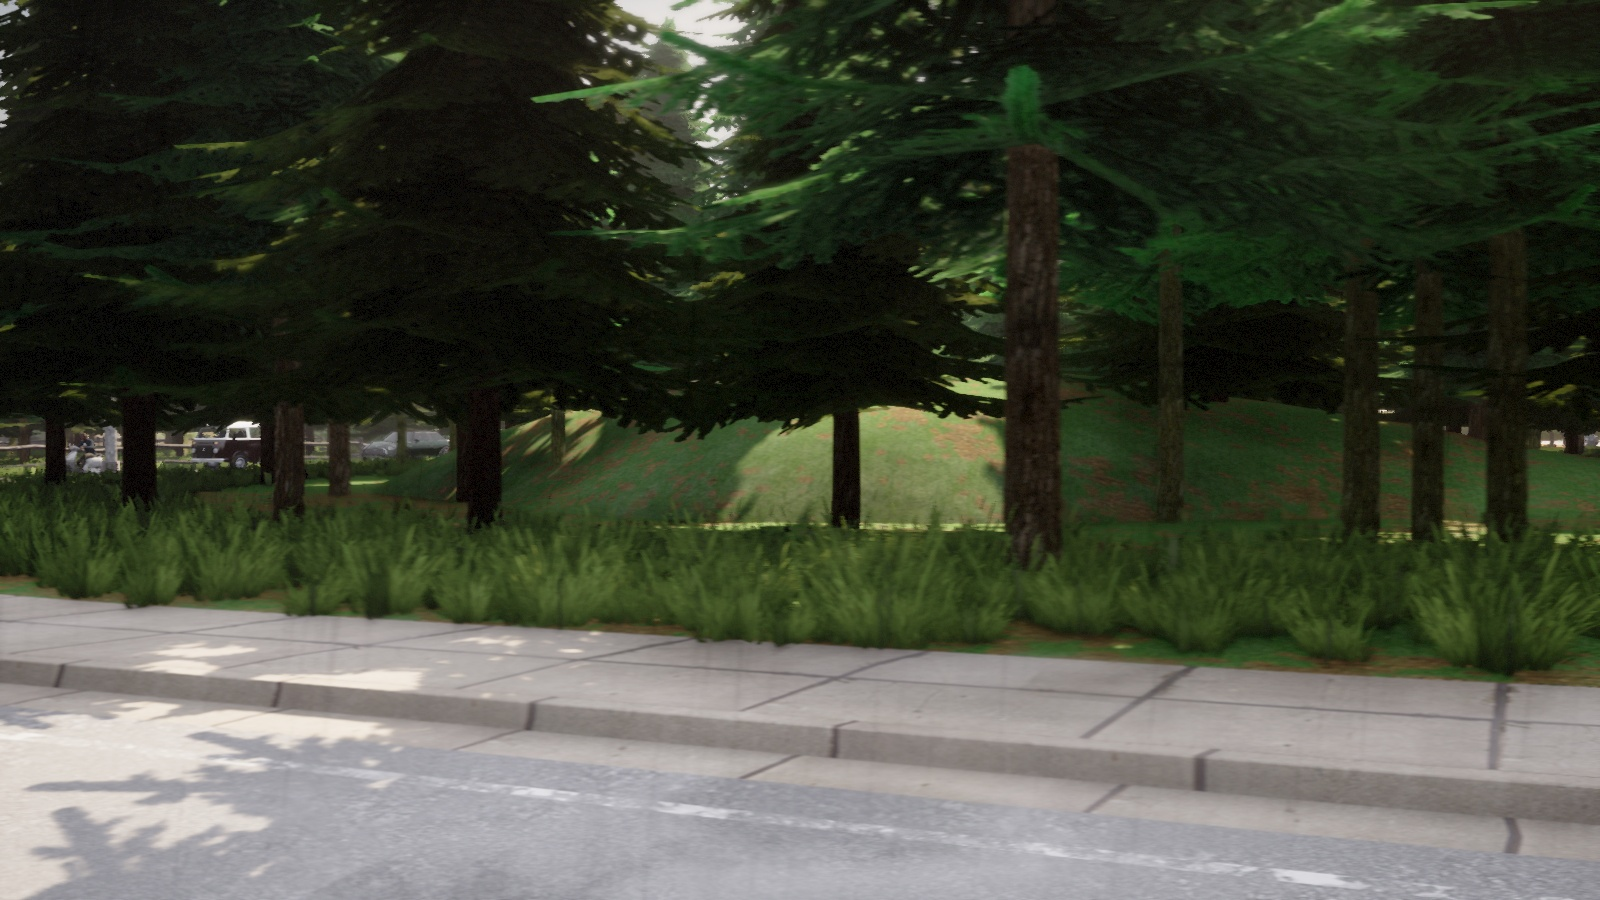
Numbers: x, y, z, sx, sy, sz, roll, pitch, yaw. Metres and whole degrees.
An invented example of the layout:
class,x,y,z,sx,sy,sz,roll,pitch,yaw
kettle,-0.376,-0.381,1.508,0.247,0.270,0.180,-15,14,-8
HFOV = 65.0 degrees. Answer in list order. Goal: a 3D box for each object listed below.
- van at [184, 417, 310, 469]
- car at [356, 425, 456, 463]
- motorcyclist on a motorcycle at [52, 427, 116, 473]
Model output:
class,x,y,z,sx,sy,sz,roll,pitch,yaw
van,-22.600,-0.326,51.528,2.069,2.038,4.480,1,1,24
car,-18.774,-0.306,60.055,2.097,1.767,4.553,1,1,24
motorcyclist on a motorcycle,-25.560,-0.006,44.840,0.866,1.590,1.817,1,1,23
